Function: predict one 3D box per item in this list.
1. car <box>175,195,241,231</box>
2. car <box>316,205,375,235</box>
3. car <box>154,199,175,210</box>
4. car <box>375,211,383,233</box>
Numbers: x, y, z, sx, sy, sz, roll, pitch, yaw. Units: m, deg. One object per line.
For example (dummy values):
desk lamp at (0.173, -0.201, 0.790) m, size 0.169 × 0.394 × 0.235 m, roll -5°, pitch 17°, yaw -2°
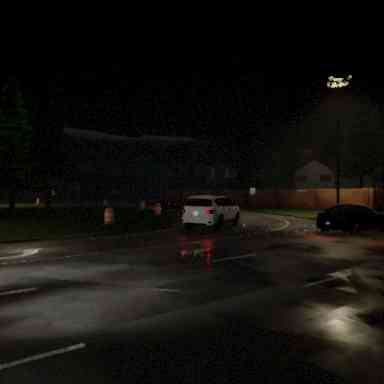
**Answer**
car at (1.328, 1.215, 20.762) m, size 2.150 × 2.045 × 5.566 m, roll 1°, pitch 1°, yaw 25°
car at (9.127, 1.465, 18.863) m, size 5.008 × 1.535 × 1.882 m, roll 0°, pitch 0°, yaw -36°
car at (-3.263, 1.548, 43.565) m, size 1.994 × 1.385 × 4.181 m, roll 0°, pitch 0°, yaw -35°
car at (11.118, 1.466, 15.984) m, size 5.008 × 1.535 × 1.882 m, roll 0°, pitch 0°, yaw -36°
